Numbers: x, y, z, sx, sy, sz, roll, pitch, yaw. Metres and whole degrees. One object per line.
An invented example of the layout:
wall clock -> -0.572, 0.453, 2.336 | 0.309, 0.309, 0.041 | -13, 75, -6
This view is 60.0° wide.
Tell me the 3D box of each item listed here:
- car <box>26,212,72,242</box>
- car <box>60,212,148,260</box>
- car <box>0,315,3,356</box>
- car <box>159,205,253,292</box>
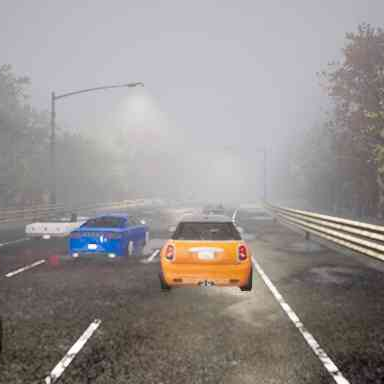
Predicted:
car -> -6.203, 1.674, 16.776 | 1.895, 1.301, 4.718 | 0, 0, 4
car -> -2.947, 1.539, 12.759 | 1.882, 1.535, 5.008 | 0, 0, 3
car -> -3.312, 1.503, 2.252 | 2.128, 1.511, 4.902 | 0, 0, 1
car -> 0.399, 1.400, 9.267 | 2.097, 1.767, 4.553 | 0, 0, 3
